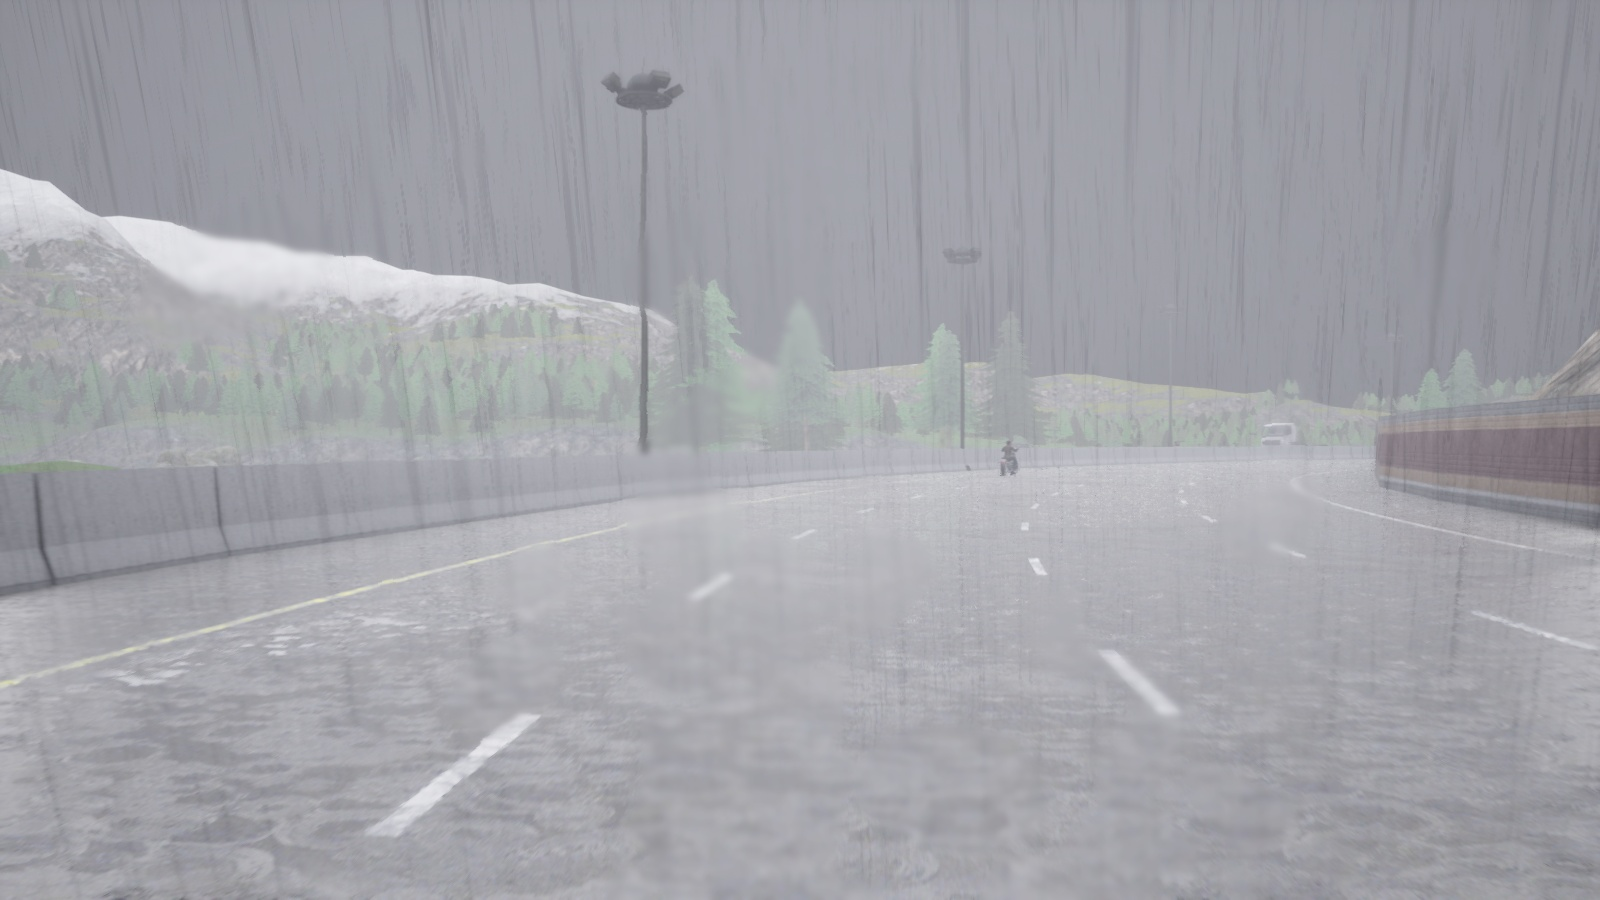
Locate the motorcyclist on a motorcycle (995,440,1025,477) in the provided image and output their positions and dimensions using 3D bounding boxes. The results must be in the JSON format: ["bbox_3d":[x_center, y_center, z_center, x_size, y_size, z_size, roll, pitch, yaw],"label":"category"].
[{"bbox_3d":[9.557,0.386,57.076,0.766,1.649,2.350,1,1,25],"label":"motorcyclist on a motorcycle"}]
